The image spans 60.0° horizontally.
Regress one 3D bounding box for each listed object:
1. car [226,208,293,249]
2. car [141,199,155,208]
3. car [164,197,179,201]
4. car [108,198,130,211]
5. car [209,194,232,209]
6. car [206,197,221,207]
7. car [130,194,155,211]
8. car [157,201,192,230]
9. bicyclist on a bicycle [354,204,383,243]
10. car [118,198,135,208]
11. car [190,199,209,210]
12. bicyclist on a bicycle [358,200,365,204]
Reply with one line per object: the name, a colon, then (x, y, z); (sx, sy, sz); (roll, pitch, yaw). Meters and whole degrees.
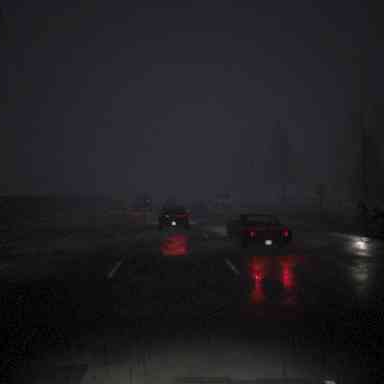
car: (2.751, 1.617, 14.778); (1.895, 1.301, 4.718); (0, 0, -4)
car: (-6.870, 1.724, 52.524); (1.895, 1.301, 4.718); (0, 0, -4)
car: (-2.962, 1.450, 47.857); (2.097, 1.767, 4.553); (0, 0, -4)
car: (-9.689, 1.597, 43.677); (1.882, 1.535, 5.008); (0, 0, -4)
car: (4.098, 1.288, 45.957); (2.150, 2.045, 5.566); (0, 0, -4)
car: (3.494, 1.611, 54.921); (1.812, 1.442, 4.674); (0, 0, -4)
car: (-6.235, 1.325, 42.959); (2.150, 2.045, 5.566); (0, 0, -4)
car: (-1.197, 1.549, 21.433); (1.837, 1.490, 4.892); (0, 0, -4)
bicyclist on a bicycle: (8.236, 1.446, 14.653); (1.656, 1.620, 0.582); (-1, 0, 8)
car: (-10.436, 1.687, 53.460); (2.033, 1.411, 5.357); (0, 0, -4)
car: (0.731, 1.642, 44.699); (1.994, 1.385, 4.181); (0, 0, -4)
bicyclist on a bicycle: (9.891, 1.295, 19.380); (1.656, 1.620, 0.582); (-1, 0, -38)
